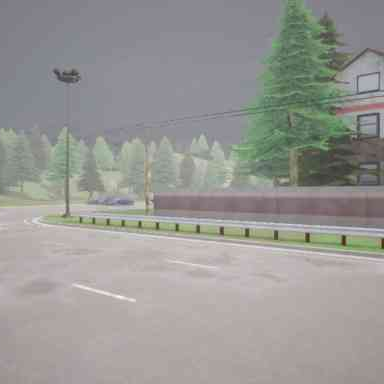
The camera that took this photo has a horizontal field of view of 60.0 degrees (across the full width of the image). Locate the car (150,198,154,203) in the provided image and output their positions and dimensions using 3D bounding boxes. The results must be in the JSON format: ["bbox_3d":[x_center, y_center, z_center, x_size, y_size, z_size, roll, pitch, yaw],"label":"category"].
[{"bbox_3d":[-6.678,1.595,69.806,1.895,1.301,4.718,0,0,36],"label":"car"}]

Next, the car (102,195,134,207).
[{"bbox_3d":[-11.160,1.525,51.804,1.812,1.442,4.674,0,0,36],"label":"car"}]

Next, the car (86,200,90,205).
[{"bbox_3d":[-15.944,1.525,57.123,1.812,1.442,4.674,0,0,36],"label":"car"}]

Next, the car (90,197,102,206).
[{"bbox_3d":[-13.740,1.353,54.202,2.097,1.767,4.553,0,0,36],"label":"car"}]
